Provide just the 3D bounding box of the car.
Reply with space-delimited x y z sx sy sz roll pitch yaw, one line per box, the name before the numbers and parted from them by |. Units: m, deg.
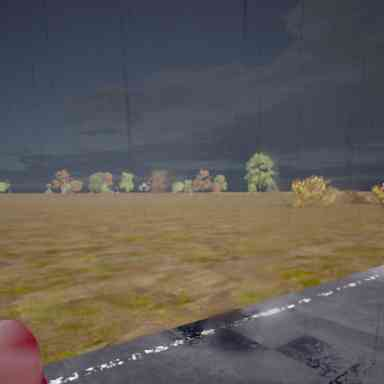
car | -3.176 1.486 1.174 5.008 1.535 1.882 0 0 -36
